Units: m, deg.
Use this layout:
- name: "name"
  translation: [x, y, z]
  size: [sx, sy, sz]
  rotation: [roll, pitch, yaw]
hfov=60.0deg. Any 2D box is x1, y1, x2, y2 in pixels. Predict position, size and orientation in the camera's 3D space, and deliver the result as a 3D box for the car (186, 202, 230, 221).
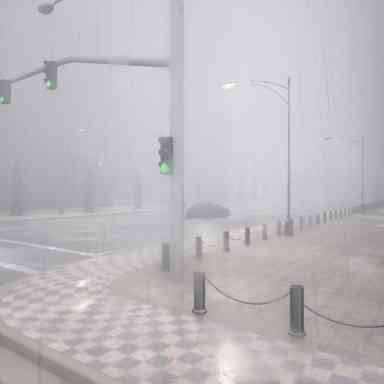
- name: "car"
  translation: [1.366, 1.508, 26.933]
  size: [1.994, 1.385, 4.181]
  rotation: [0, 0, 36]
